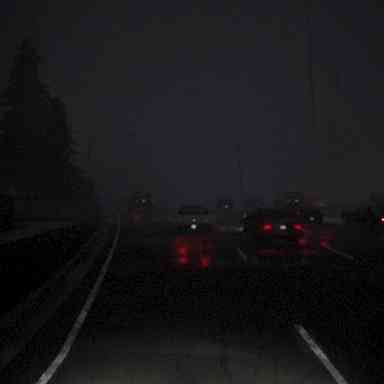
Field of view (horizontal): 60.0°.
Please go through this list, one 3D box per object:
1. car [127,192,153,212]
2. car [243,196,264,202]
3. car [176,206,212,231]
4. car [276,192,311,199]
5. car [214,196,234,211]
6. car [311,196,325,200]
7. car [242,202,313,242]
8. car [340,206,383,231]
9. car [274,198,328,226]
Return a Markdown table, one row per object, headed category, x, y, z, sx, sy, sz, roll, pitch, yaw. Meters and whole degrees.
| category | x | y | z | sx | sy | sz | roll | pitch | yaw |
| --- | --- | --- | --- | --- | --- | --- | --- | --- | --- |
| car | -5.592 | 0.972 | 35.549 | 2.150 | 2.045 | 5.566 | 0 | 0 | -18 |
| car | 7.095 | 1.206 | 38.660 | 1.882 | 1.535 | 5.008 | 0 | 0 | 0 |
| car | 0.097 | 1.465 | 19.326 | 1.895 | 1.301 | 4.718 | 0 | 0 | 0 |
| car | 10.594 | 0.967 | 36.213 | 2.150 | 2.045 | 5.566 | 0 | 0 | 0 |
| car | 3.594 | 1.244 | 37.160 | 1.837 | 1.490 | 4.892 | 0 | 0 | 0 |
| car | 14.093 | 1.206 | 38.651 | 1.882 | 1.535 | 5.008 | 0 | 0 | 0 |
| car | 3.598 | 1.437 | 15.642 | 2.033 | 1.411 | 5.357 | 0 | 0 | 0 |
| car | 10.597 | 1.463 | 19.566 | 1.895 | 1.301 | 4.718 | 0 | 0 | 0 |
| car | 7.081 | 1.371 | 21.935 | 1.812 | 1.442 | 4.674 | 0 | 0 | 0 |
